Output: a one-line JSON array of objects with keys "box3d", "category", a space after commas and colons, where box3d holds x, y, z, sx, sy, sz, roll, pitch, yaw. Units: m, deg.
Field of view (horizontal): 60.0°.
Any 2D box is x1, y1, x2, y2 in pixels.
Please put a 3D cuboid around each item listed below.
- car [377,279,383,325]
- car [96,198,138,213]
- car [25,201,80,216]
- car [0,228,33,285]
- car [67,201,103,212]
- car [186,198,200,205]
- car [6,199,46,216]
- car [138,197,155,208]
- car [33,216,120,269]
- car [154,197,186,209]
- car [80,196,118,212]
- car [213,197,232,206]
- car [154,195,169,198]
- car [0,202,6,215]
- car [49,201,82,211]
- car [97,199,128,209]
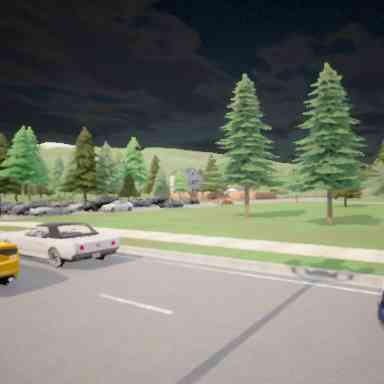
[{"box3d": [5.159, 1.333, 4.596, 4.553, 1.767, 2.097, -1, -1, 36], "category": "car"}, {"box3d": [-9.721, 1.890, 43.516, 1.812, 1.442, 4.674, -1, 0, 36], "category": "car"}, {"box3d": [-15.102, 1.967, 36.148, 1.895, 1.301, 4.718, -1, 0, 36], "category": "car"}, {"box3d": [-6.419, 1.589, 8.553, 5.008, 1.535, 1.882, -1, 0, 35], "category": "car"}, {"box3d": [-15.300, 2.042, 47.752, 1.895, 1.301, 4.718, -1, 0, 36], "category": "car"}, {"box3d": [-0.334, 1.929, 68.090, 2.128, 1.511, 4.902, -1, -1, 36], "category": "car"}, {"box3d": [-18.082, 1.756, 38.009, 2.097, 1.767, 4.553, -1, 0, 36], "category": "car"}, {"box3d": [-9.262, 1.987, 56.009, 2.033, 1.411, 5.357, -1, 0, 36], "category": "car"}, {"box3d": [-4.798, 1.718, 11.698, 4.718, 1.301, 1.895, -1, 0, 35], "category": "car"}, {"box3d": [-3.391, 1.927, 52.183, 1.994, 1.385, 4.181, -1, -1, 36], "category": "car"}, {"box3d": [-12.440, 1.624, 45.743, 2.150, 2.045, 5.566, -1, 0, 36], "category": "car"}, {"box3d": [5.957, 1.710, 64.866, 2.097, 1.767, 4.553, -1, 0, 37], "category": "car"}, {"box3d": [-6.516, 1.698, 65.612, 2.150, 2.045, 5.566, -1, -1, 36], "category": "car"}, {"box3d": [-20.766, 1.935, 40.266, 2.128, 1.511, 4.902, -1, 0, 36], "category": "car"}, {"box3d": [-18.627, 2.044, 49.128, 1.994, 1.385, 4.181, -1, 0, 36], "category": "car"}, {"box3d": [-13.369, 1.970, 56.317, 2.128, 1.511, 4.902, -1, 0, 36], "category": "car"}]
